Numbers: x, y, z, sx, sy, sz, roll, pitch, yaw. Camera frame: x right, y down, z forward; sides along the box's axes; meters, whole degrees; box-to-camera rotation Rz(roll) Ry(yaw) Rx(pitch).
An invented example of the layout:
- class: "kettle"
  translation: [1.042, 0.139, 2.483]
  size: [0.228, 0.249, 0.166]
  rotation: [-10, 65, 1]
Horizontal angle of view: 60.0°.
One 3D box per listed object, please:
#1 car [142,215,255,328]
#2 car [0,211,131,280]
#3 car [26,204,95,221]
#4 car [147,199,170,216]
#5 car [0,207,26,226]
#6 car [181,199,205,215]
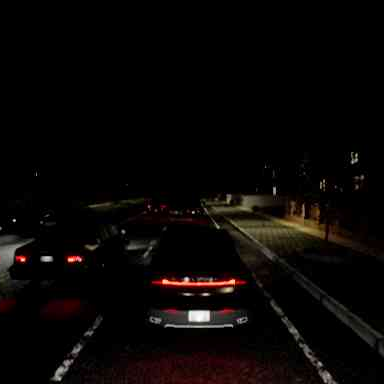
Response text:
- class: "car"
  translation: [0.099, 1.482, 7.075]
  size: [1.837, 1.490, 4.892]
  rotation: [0, 0, 0]
- class: "car"
  translation: [-3.190, 1.517, 9.850]
  size: [2.033, 1.411, 5.357]
  rotation: [0, 0, 0]
- class: "car"
  translation: [-6.599, 1.436, 18.070]
  size: [2.128, 1.511, 4.902]
  rotation: [0, 0, 0]
- class: "car"
  translation: [-3.160, 1.433, 31.493]
  size: [1.812, 1.442, 4.674]
  rotation: [0, 0, 0]
- class: "car"
  translation: [-9.849, 1.542, 19.238]
  size: [1.895, 1.301, 4.718]
  rotation: [0, 0, 0]
- class: "car"
  translation: [0.101, 1.417, 29.786]
  size: [1.837, 1.490, 4.892]
  rotation: [0, 0, 0]
